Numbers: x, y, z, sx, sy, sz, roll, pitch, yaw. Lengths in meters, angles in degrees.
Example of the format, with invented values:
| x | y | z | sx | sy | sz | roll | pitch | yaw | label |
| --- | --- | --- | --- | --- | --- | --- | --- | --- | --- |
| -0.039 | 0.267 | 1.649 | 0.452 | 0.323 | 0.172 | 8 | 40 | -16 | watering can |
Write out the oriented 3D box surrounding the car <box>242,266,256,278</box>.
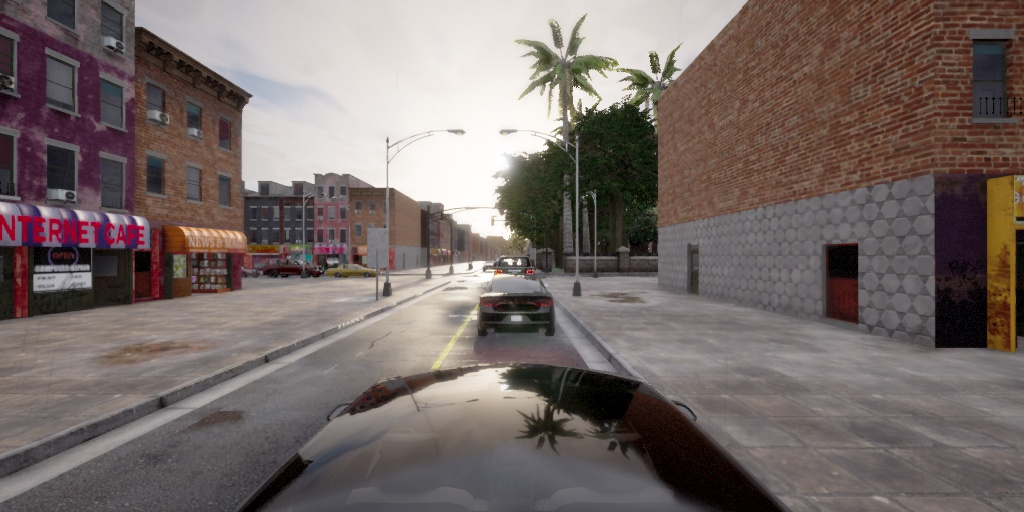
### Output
| x | y | z | sx | sy | sz | roll | pitch | yaw | label |
| --- | --- | --- | --- | --- | --- | --- | --- | --- | --- |
| -25.503 | 1.409 | 32.947 | 4.207 | 1.307 | 1.802 | 0 | 0 | 0 | car |

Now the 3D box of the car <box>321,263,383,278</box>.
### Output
| x | y | z | sx | sy | sz | roll | pitch | yaw | label |
| --- | --- | --- | --- | --- | --- | --- | --- | --- | --- |
| -14.429 | 1.324 | 32.956 | 4.829 | 1.417 | 1.751 | 0 | 0 | 0 | car |

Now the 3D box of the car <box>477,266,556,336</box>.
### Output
| x | y | z | sx | sy | sz | roll | pitch | yaw | label |
| --- | --- | --- | --- | --- | --- | --- | --- | --- | --- |
| 0.102 | 1.230 | 10.405 | 1.882 | 1.535 | 5.008 | 0 | 0 | 0 | car |

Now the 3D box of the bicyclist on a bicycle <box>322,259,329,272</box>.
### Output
| x | y | z | sx | sy | sz | roll | pitch | yaw | label |
| --- | --- | --- | --- | --- | --- | --- | --- | --- | --- |
| -20.131 | 1.124 | 38.597 | 0.582 | 1.620 | 1.656 | 0 | 0 | 0 | bicyclist on a bicycle |

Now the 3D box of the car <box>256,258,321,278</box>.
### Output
| x | y | z | sx | sy | sz | roll | pitch | yaw | label |
| --- | --- | --- | --- | --- | --- | --- | --- | --- | --- |
| -20.051 | 1.127 | 32.951 | 5.009 | 1.841 | 2.192 | 0 | 0 | 0 | car |

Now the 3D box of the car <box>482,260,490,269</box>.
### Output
| x | y | z | sx | sy | sz | roll | pitch | yaw | label |
| --- | --- | --- | --- | --- | --- | --- | --- | --- | --- |
| -2.842 | 1.316 | 47.819 | 1.812 | 1.442 | 4.674 | 0 | 0 | 0 | car |

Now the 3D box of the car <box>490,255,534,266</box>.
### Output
| x | y | z | sx | sy | sz | roll | pitch | yaw | label |
| --- | --- | --- | --- | --- | --- | --- | --- | --- | --- |
| 0.109 | 0.980 | 20.374 | 2.150 | 2.045 | 5.566 | 0 | 0 | -1 | car |
